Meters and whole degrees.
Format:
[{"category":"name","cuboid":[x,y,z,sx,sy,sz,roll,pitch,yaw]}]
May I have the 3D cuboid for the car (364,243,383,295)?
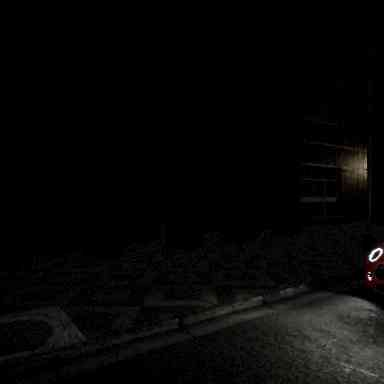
[{"category":"car","cuboid":[5.941,1.355,7.607,4.553,1.767,2.097,0,0,-35]}]
